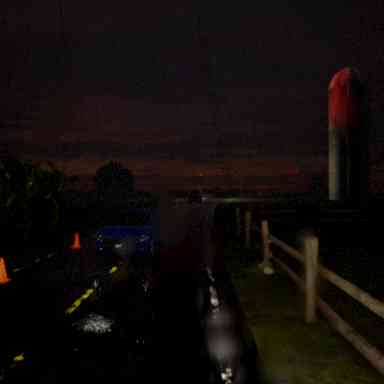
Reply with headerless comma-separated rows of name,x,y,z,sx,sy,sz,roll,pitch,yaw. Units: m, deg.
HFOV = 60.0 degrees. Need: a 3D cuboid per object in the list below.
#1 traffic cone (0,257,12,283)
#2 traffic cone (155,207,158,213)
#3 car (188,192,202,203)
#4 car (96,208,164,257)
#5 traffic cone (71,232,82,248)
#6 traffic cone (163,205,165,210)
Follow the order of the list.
traffic cone,-4.739,1.926,8.299,0.340,0.580,0.340,0,0,1
traffic cone,-3.582,1.849,33.401,0.340,0.580,0.340,0,0,4
car,0.692,1.031,62.966,2.150,2.045,5.566,0,0,5
car,-2.223,1.434,13.026,1.882,1.535,5.008,0,0,2
traffic cone,-4.614,1.910,13.324,0.340,0.580,0.340,0,0,2
traffic cone,-3.191,1.834,38.412,0.340,0.580,0.340,0,0,5
